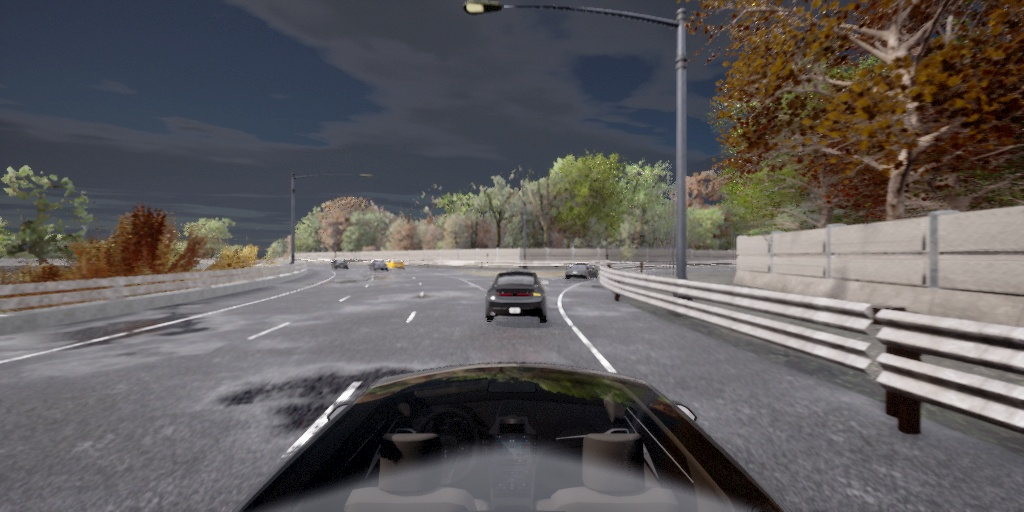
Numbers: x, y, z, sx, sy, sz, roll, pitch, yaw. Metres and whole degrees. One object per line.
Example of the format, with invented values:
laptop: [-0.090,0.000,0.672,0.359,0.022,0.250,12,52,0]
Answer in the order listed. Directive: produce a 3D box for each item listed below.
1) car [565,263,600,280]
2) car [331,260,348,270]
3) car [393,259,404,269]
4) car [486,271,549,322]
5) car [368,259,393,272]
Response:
car: [6.191,1.324,31.266,1.994,1.385,4.181,0,0,30]
car: [-25.970,1.297,53.995,1.812,1.442,4.674,0,0,-34]
car: [-17.815,1.248,54.351,1.882,1.535,5.008,0,0,-32]
car: [0.210,1.259,12.391,1.837,1.490,4.892,0,0,3]
car: [-17.777,1.315,47.622,2.033,1.411,5.357,0,0,-30]
